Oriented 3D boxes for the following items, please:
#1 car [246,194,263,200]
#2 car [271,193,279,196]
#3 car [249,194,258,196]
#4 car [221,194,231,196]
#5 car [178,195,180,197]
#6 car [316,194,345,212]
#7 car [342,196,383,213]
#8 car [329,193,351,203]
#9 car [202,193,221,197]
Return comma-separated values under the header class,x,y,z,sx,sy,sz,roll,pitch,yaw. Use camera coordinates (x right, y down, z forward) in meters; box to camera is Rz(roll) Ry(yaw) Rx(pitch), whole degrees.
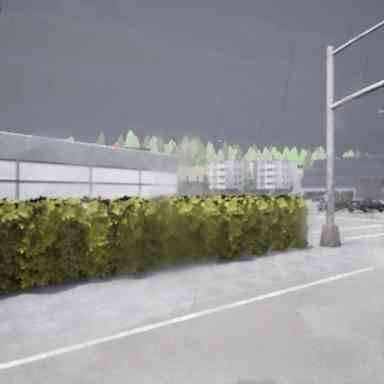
class,x,y,z,sx,sy,sz,roll,pitch,yaw
car,15.332,1.219,82.002,3.806,1.475,1.970,0,0,-35
car,19.276,1.140,76.929,5.027,1.636,2.152,0,0,-35
car,9.791,1.289,58.921,4.514,1.523,2.007,0,0,-35
car,7.457,1.286,80.962,4.514,1.523,2.007,0,0,-35
car,-3.693,1.354,64.644,3.806,1.475,1.970,0,0,-35
car,15.988,1.322,36.604,5.027,1.636,2.152,0,0,-35
car,17.829,1.331,34.064,4.514,1.523,2.007,0,0,-35
car,28.614,1.083,64.301,4.605,1.855,1.932,0,0,-35
car,3.233,1.088,69.536,4.605,1.855,1.932,0,0,-35
